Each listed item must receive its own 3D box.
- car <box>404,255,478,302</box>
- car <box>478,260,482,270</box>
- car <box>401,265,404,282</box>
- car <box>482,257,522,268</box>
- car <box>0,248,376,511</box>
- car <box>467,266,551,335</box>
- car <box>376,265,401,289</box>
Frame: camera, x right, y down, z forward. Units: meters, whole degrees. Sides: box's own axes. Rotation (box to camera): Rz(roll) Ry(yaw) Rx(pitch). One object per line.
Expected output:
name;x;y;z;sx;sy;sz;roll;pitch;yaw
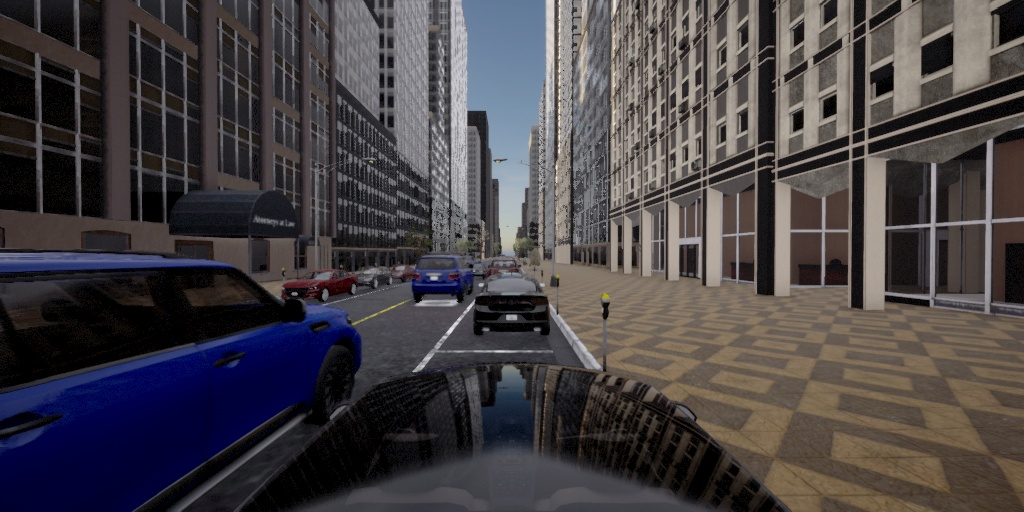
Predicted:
car;-3.136;0.972;17.171;2.150;2.045;5.566;0;0;0
car;-3.136;1.292;32.113;2.033;1.411;5.357;0;0;0
car;-8.837;1.327;28.206;1.802;1.307;4.207;0;0;0
car;-0.457;1.061;22.523;2.192;1.841;5.009;0;0;0
car;-3.146;0.974;2.571;2.150;2.045;5.566;0;0;0
car;-0.006;1.226;10.502;1.882;1.535;5.008;0;0;0
car;-8.838;1.297;22.523;2.007;1.370;4.403;0;0;0
